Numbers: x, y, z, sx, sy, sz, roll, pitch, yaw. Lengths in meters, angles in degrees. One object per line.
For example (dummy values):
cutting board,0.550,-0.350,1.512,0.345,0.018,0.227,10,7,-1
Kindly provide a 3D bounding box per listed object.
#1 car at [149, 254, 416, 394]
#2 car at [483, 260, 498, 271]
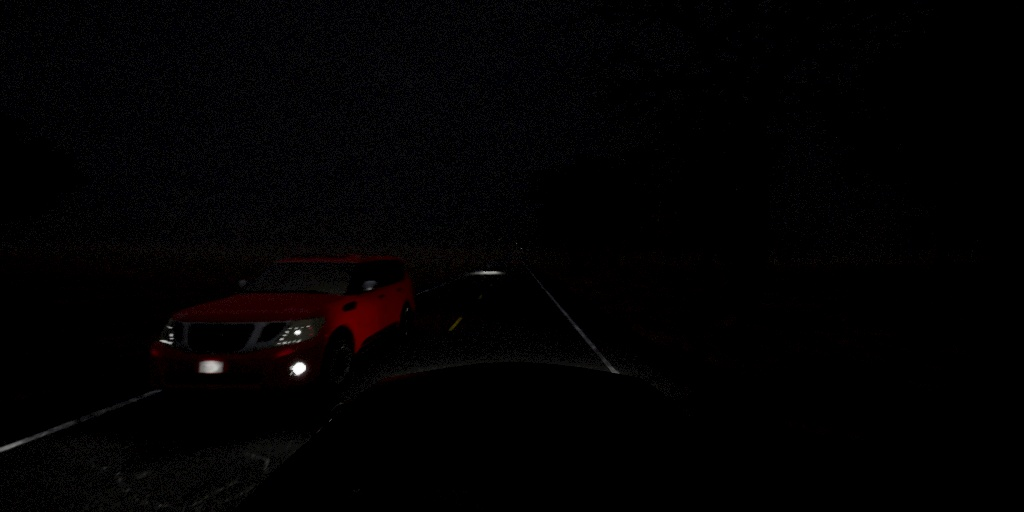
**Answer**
car,-3.554,0.977,7.034,2.150,2.045,5.566,0,0,1
car,-2.895,1.288,49.208,2.128,1.511,4.902,0,0,1
